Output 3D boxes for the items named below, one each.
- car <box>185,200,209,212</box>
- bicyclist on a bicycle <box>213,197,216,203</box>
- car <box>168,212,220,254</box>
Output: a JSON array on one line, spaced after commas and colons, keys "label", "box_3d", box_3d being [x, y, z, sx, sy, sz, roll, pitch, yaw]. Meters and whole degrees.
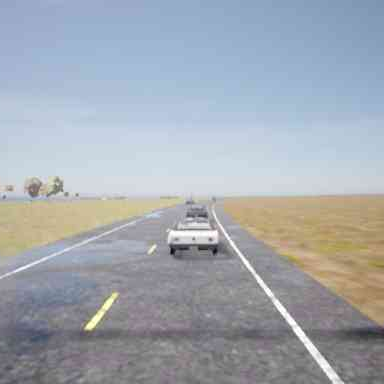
[{"label": "car", "box_3d": [0.471, 1.761, 29.201, 2.128, 1.511, 4.902, 0, 0, 2]}, {"label": "bicyclist on a bicycle", "box_3d": [6.148, 2.268, 94.145, 0.582, 1.620, 1.656, 0, -1, 6]}, {"label": "car", "box_3d": [0.096, 1.732, 14.051, 1.895, 1.301, 4.718, 0, 0, 1]}]
